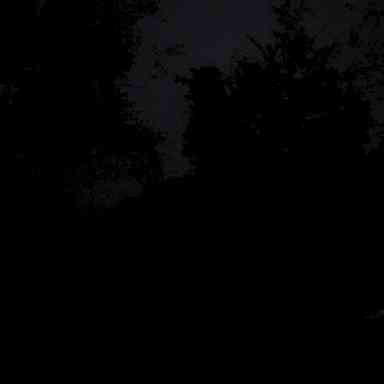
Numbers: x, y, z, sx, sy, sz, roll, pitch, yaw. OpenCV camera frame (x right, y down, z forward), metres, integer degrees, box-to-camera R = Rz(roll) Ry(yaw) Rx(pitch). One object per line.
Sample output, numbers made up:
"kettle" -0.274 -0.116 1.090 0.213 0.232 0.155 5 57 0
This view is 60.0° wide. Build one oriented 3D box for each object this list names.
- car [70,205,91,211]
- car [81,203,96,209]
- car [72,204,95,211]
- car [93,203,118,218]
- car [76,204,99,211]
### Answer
"car" -28.714 4.123 85.656 4.674 1.452 2.002 -1 -2 -34
"car" -23.326 3.678 77.605 4.674 1.452 2.002 -1 -2 -34
"car" -26.973 3.938 83.039 5.008 1.535 2.097 -1 -2 -34
"car" -8.931 2.415 40.224 4.892 1.490 1.837 0 0 -32
"car" -25.145 3.789 80.327 4.892 1.521 2.231 -1 -2 -34
